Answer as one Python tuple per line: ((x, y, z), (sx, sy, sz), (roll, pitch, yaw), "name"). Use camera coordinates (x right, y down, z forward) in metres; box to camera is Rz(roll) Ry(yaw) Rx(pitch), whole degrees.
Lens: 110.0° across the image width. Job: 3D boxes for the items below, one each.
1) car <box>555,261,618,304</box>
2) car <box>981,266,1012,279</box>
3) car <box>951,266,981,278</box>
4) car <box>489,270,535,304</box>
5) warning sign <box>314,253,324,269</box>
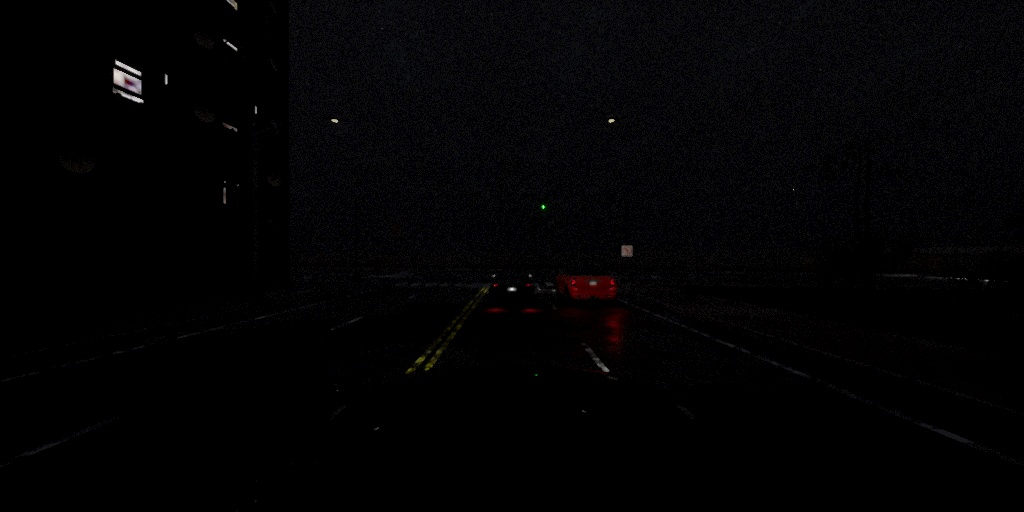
((3.250, 1.112, 16.470), (2.097, 1.767, 4.553), (0, 0, 0), "car")
((50.913, 1.756, 35.951), (4.674, 1.442, 1.812), (0, 1, 1), "car")
((50.995, 1.766, 39.200), (4.181, 1.385, 1.994), (0, 1, 1), "car")
((0.000, 1.318, 16.501), (1.994, 1.385, 4.181), (0, 0, 0), "car")
((-23.468, 0.583, 43.935), (1.060, 1.860, 1.300), (0, 0, 1), "warning sign")
